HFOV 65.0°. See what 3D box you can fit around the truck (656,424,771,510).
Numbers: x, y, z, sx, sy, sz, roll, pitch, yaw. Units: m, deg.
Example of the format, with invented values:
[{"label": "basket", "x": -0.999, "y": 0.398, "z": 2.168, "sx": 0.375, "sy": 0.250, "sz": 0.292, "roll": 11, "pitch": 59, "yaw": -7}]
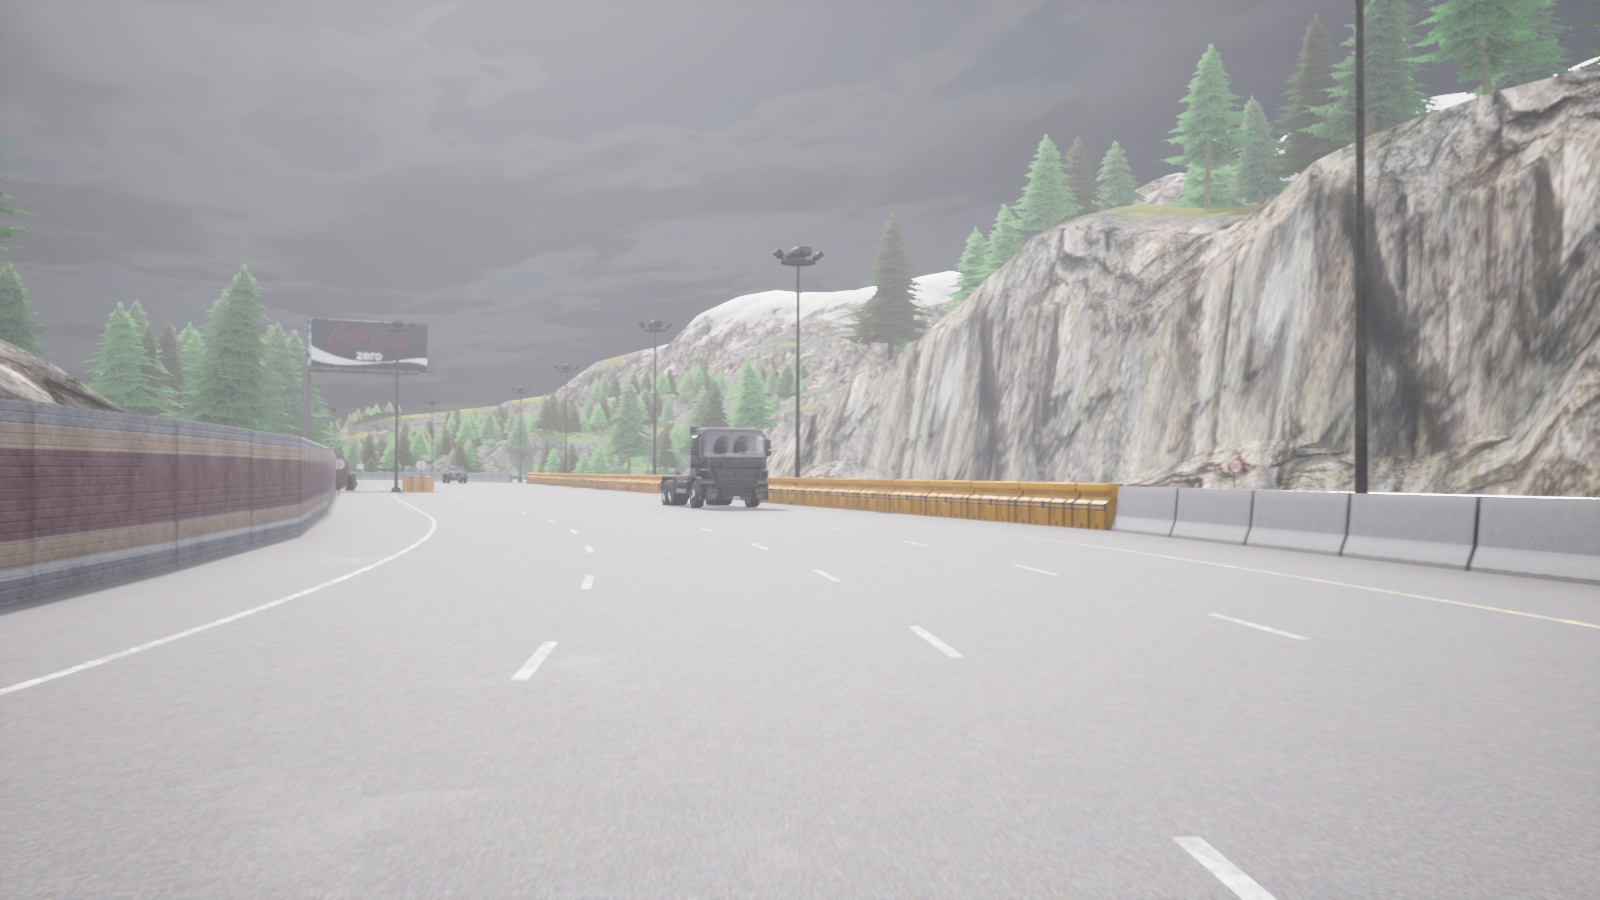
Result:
[{"label": "truck", "x": -3.921, "y": 0.763, "z": 54.567, "sx": 2.891, "sy": 3.462, "sz": 7.936, "roll": 0, "pitch": -1, "yaw": -20}]
